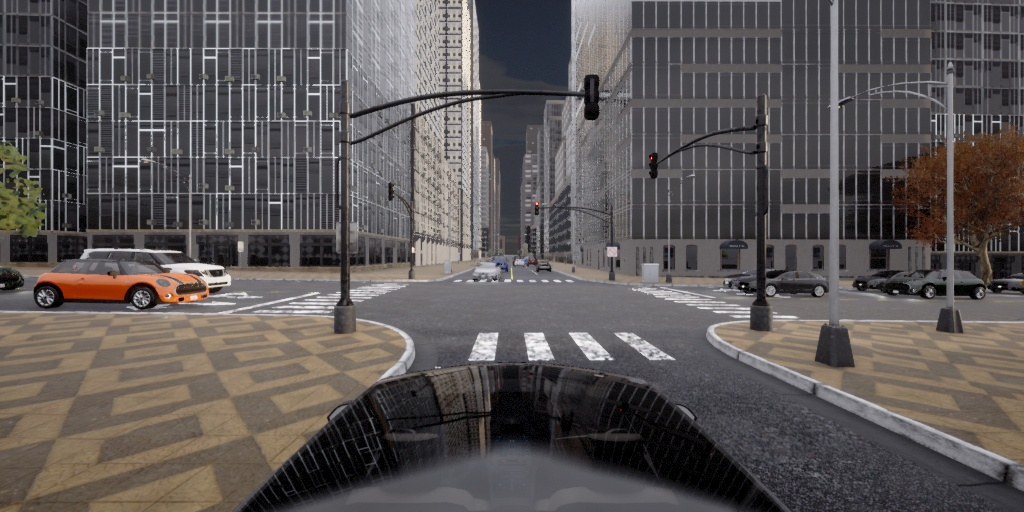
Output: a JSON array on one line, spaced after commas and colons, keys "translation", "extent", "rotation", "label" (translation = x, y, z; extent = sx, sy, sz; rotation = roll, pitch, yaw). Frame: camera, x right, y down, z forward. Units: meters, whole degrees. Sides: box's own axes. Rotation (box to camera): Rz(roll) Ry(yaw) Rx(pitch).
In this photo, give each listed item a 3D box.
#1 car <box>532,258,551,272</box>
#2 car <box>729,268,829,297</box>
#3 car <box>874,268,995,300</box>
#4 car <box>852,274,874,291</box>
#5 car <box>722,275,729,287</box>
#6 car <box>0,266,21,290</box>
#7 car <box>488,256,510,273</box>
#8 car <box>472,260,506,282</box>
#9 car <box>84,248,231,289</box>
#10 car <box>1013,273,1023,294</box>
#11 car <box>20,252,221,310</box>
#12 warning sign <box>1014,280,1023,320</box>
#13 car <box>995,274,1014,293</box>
[{"translation": [3.949, 1.329, 45.336], "extent": [1.948, 1.339, 4.313], "rotation": [0, 0, 0], "label": "car"}, {"translation": [15.808, 1.564, 20.930], "extent": [4.892, 1.490, 1.837], "rotation": [1, 0, -4], "label": "car"}, {"translation": [24.979, 1.576, 21.337], "extent": [4.553, 1.767, 2.097], "rotation": [1, 0, -3], "label": "car"}, {"translation": [26.281, 1.751, 24.651], "extent": [4.892, 1.490, 1.837], "rotation": [1, 0, -3], "label": "car"}, {"translation": [16.897, 1.570, 24.223], "extent": [4.902, 1.511, 2.128], "rotation": [1, 0, -3], "label": "car"}, {"translation": [-24.623, 0.675, 15.615], "extent": [4.553, 1.767, 2.097], "rotation": [1, 0, -3], "label": "car"}, {"translation": [-1.510, 0.987, 44.755], "extent": [2.150, 2.045, 5.566], "rotation": [0, 0, 0], "label": "car"}, {"translation": [-1.955, 1.295, 29.949], "extent": [1.812, 1.442, 4.674], "rotation": [0, 0, 7], "label": "car"}, {"translation": [-15.928, 0.704, 16.009], "extent": [5.566, 2.045, 2.150], "rotation": [1, 0, -3], "label": "car"}, {"translation": [34.564, 1.943, 21.772], "extent": [5.357, 1.411, 2.033], "rotation": [1, 0, -2], "label": "car"}, {"translation": [-13.727, 0.876, 12.856], "extent": [4.553, 1.767, 2.097], "rotation": [1, 0, -3], "label": "car"}, {"translation": [17.279, 1.204, 11.527], "extent": [1.060, 1.860, 1.300], "rotation": [0, 0, -3], "label": "warning sign"}, {"translation": [36.439, 1.933, 25.108], "extent": [4.892, 1.490, 1.837], "rotation": [1, 0, -2], "label": "car"}]
